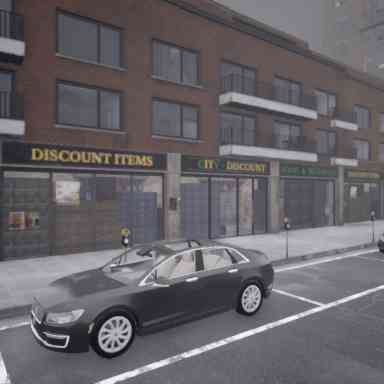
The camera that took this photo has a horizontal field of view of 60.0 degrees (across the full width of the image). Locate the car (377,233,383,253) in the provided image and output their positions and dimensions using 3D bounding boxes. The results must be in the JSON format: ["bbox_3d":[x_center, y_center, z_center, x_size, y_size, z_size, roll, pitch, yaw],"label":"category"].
[{"bbox_3d":[8.559,1.581,12.315,4.206,1.307,1.802,0,0,-36],"label":"car"}]

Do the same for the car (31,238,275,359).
[{"bbox_3d":[-0.418,1.551,5.893,4.403,1.369,2.008,0,0,-36],"label":"car"}]
